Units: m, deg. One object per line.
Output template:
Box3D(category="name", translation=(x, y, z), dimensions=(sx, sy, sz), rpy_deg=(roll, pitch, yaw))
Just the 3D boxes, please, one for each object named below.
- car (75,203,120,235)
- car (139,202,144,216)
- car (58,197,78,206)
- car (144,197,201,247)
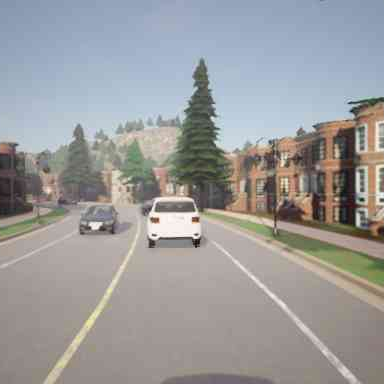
Box3D(category="car", translation=(-5.161, 1.515, 18.951), dimensions=(2.128, 1.511, 4.902), rpy_deg=(0, 0, -9))
Box3D(category="car", translation=(-4.200, 1.553, 33.126), dimensions=(1.812, 1.442, 4.674), rpy_deg=(0, 0, -14))
Box3D(category="car", translation=(-21.361, 1.577, 57.276), dimensions=(2.128, 1.511, 4.902), rpy_deg=(0, 0, -45))
Box3D(category="car", translation=(-0.916, 1.232, 15.241), dimensions=(2.150, 2.045, 5.566), rpy_deg=(0, 0, -6))
